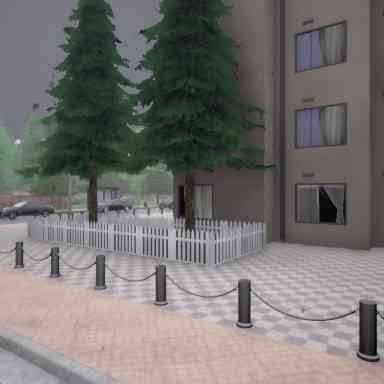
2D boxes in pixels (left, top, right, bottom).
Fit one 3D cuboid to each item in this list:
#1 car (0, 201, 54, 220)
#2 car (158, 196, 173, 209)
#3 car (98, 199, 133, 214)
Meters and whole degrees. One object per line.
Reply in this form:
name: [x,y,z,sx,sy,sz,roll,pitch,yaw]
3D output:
car: [-14.254,1.513,28.673,1.812,1.442,4.674,0,0,37]
car: [-2.490,1.340,44.298,2.097,1.767,4.553,0,0,37]
car: [-8.662,1.479,36.133,2.128,1.511,4.902,0,0,37]
